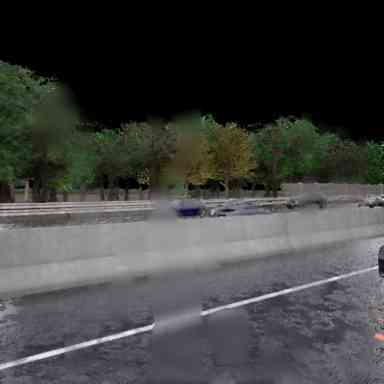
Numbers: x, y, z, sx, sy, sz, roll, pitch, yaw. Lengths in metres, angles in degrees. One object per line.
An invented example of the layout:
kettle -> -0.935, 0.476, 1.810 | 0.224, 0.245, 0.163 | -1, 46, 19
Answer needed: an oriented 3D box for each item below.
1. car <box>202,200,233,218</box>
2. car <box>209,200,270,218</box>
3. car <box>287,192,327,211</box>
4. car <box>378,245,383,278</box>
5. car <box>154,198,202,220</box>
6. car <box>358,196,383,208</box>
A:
car -> 3.628, 1.446, 27.781 | 4.902, 1.511, 2.128 | 0, 0, -35
car -> 3.628, 1.531, 23.633 | 4.181, 1.385, 1.994 | 0, 0, -35
car -> 13.590, 1.055, 39.074 | 5.566, 2.045, 2.150 | -1, 1, -35
car -> 6.550, 1.496, 8.344 | 4.892, 1.490, 1.837 | 0, 0, -35
car -> -0.944, 1.325, 28.099 | 4.553, 1.767, 2.097 | 0, 0, -38
car -> 22.306, 1.259, 40.914 | 4.674, 1.442, 1.812 | -1, 1, -35
